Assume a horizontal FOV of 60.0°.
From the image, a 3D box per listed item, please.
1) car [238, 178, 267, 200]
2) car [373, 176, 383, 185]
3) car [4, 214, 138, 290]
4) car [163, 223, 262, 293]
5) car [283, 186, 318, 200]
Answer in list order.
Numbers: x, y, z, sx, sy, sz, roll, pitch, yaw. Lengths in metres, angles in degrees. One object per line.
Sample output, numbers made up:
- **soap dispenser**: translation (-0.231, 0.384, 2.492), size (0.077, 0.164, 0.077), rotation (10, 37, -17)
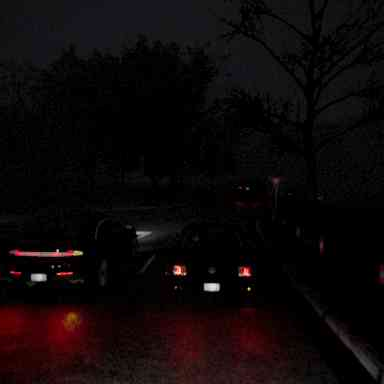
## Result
- **car**: translation (6.268, -0.388, 34.237), size (2.150, 2.045, 5.566), rotation (2, 4, 21)
- **car**: translation (34.897, -2.139, 59.564), size (2.185, 1.767, 4.553), rotation (-2, 4, -15)
- **car**: translation (-2.716, 1.305, 8.599), size (2.128, 1.511, 4.902), rotation (0, 2, 3)
- **car**: translation (0.508, 1.426, 8.425), size (1.895, 1.301, 4.718), rotation (0, 2, 3)
- **car**: translation (10.677, 0.065, 32.554), size (4.181, 1.385, 1.994), rotation (-4, 5, -44)
